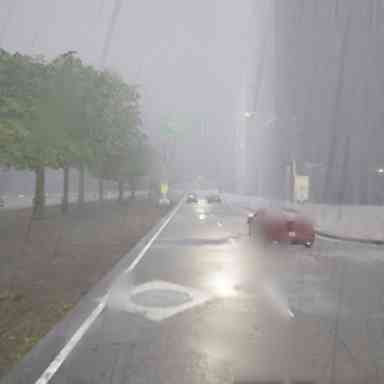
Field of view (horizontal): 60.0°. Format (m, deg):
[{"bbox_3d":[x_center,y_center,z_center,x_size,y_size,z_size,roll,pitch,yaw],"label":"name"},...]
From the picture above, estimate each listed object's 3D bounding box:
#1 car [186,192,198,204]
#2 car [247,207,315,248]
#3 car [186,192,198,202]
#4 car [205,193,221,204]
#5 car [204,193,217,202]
[{"bbox_3d":[0.007,1.120,52.073,2.033,1.411,5.357,0,1,0],"label":"car"},{"bbox_3d":[3.594,1.369,14.246,1.882,1.535,5.008,0,0,0],"label":"car"},{"bbox_3d":[0.005,0.828,62.460,2.097,1.767,4.553,0,1,0],"label":"car"},{"bbox_3d":[3.507,1.064,52.072,2.128,1.511,4.902,0,1,0],"label":"car"},{"bbox_3d":[3.505,0.968,62.490,2.128,1.511,4.902,0,1,0],"label":"car"}]
